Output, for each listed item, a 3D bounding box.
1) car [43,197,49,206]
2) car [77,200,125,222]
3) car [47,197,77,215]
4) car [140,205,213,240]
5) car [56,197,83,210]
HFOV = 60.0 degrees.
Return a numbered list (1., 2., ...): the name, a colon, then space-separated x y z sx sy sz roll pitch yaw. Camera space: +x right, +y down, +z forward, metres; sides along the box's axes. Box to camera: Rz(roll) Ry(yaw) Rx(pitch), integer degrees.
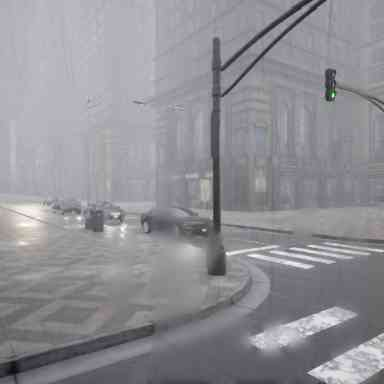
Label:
1. car: -21.983 1.446 52.116 1.812 1.442 4.674 0 0 -35
2. car: -6.807 1.480 25.499 2.128 1.511 4.902 0 0 -36
3. car: -12.954 1.518 34.131 2.033 1.411 5.357 0 0 -35
4. car: -0.894 1.470 17.211 1.882 1.535 5.008 0 0 -36
5. car: -16.342 1.489 44.301 2.033 1.411 5.357 0 0 -35
